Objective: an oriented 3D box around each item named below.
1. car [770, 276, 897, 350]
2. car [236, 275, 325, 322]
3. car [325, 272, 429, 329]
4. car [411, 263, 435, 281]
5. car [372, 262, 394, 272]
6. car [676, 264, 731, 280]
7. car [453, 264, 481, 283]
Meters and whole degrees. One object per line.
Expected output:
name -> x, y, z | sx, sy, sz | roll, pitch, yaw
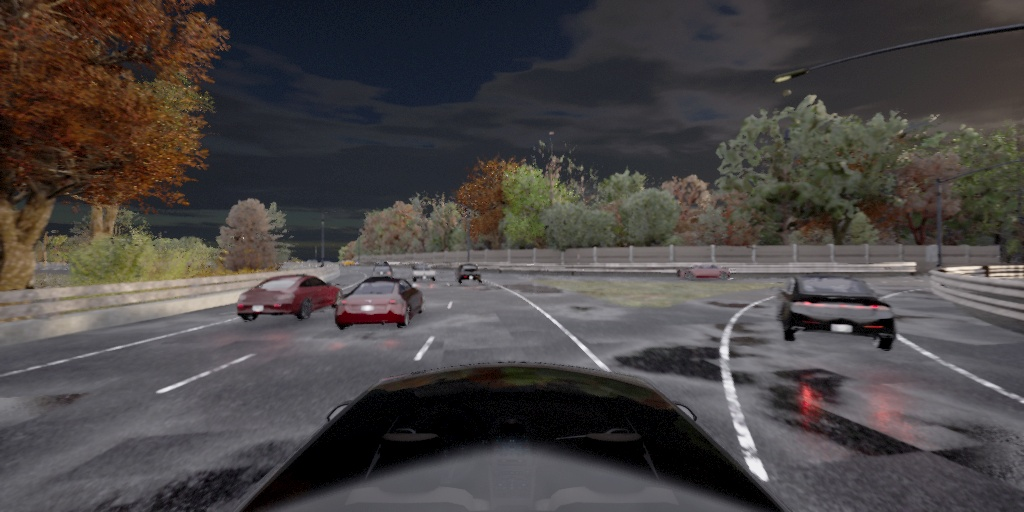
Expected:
car -> 7.975, 1.242, 9.206 | 2.128, 1.511, 4.902 | -1, -1, 34
car -> -7.697, 1.386, 12.837 | 1.812, 1.442, 4.674 | 0, 0, -6
car -> -4.111, 1.398, 11.726 | 1.994, 1.385, 4.181 | 0, 0, -6
car -> -8.208, 1.586, 33.090 | 1.895, 1.301, 4.718 | 0, 0, -17
car -> -11.908, 1.554, 33.112 | 2.033, 1.411, 5.357 | 0, 0, -17
car -> 16.753, 1.401, 31.513 | 4.181, 1.385, 1.994 | 0, 0, 15
car -> -3.762, 1.448, 30.230 | 1.837, 1.490, 4.892 | 0, 0, -14
